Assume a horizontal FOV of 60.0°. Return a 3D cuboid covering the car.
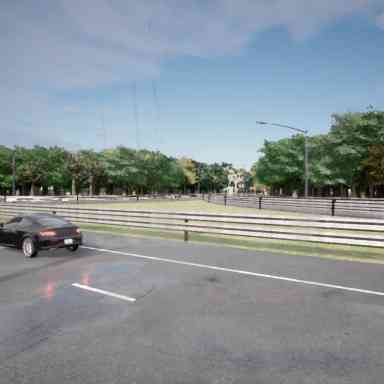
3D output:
[{"bbox_3d":[-6.077,1.525,12.744,4.674,1.442,1.812,0,0,36],"label":"car"}]
